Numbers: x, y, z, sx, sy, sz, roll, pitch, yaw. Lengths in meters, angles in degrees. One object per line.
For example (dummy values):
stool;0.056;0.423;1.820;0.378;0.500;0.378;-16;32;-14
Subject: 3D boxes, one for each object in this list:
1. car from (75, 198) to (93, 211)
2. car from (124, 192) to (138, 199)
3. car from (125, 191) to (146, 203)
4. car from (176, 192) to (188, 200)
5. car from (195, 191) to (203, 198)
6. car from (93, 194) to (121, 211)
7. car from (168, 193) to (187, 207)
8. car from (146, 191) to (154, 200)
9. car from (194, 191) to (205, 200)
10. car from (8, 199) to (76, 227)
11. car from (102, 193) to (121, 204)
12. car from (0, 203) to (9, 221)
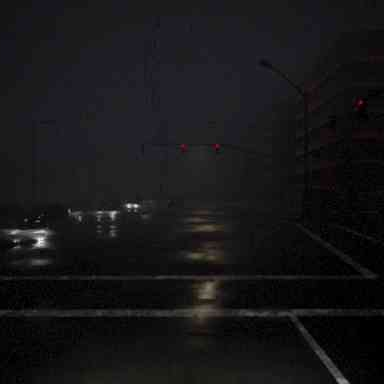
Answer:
car;-12.979;1.415;38.420;1.895;1.301;4.718;0;1;1
car;-12.508;0.713;68.533;1.994;1.385;4.181;0;1;1
car;-9.278;1.035;54.108;2.128;1.511;4.902;0;1;0
car;-1.986;0.836;68.170;2.033;1.411;5.357;0;1;1
car;1.584;0.573;75.945;1.837;1.490;4.892;0;1;1
car;-9.479;1.337;38.390;1.812;1.442;4.674;0;1;1
car;-2.192;1.246;45.551;2.033;1.411;5.357;0;1;1
car;-9.012;0.625;68.247;2.097;1.767;4.553;0;1;1
car;1.460;0.681;65.899;2.097;1.767;4.553;0;1;1
car;-9.794;1.452;22.238;1.837;1.490;4.892;0;0;3
car;-12.785;1.041;53.125;1.882;1.535;5.008;0;1;1
car;-13.752;1.487;23.925;2.033;1.411;5.357;0;0;12
